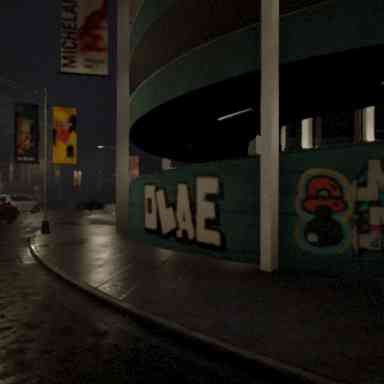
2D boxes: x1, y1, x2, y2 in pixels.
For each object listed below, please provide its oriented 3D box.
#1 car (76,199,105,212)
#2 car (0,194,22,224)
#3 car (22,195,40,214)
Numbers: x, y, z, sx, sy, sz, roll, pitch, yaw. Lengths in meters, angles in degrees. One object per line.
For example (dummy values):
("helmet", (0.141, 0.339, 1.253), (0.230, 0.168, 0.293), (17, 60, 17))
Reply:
("car", (-12.287, 1.547, 40.508), (1.882, 1.535, 5.008), (0, -1, 9))
("car", (-13.406, 1.229, 21.747), (2.150, 2.045, 5.566), (0, 0, -10))
("car", (-17.052, 1.242, 32.149), (2.150, 2.045, 5.566), (0, 0, 6))
